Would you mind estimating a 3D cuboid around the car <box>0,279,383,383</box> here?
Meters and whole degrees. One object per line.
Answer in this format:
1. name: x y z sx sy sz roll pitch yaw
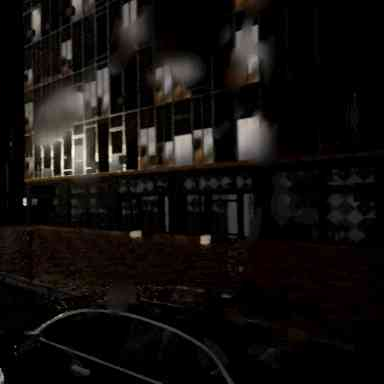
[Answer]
1. car: -0.368 1.552 3.157 4.403 1.369 2.008 0 -1 35
